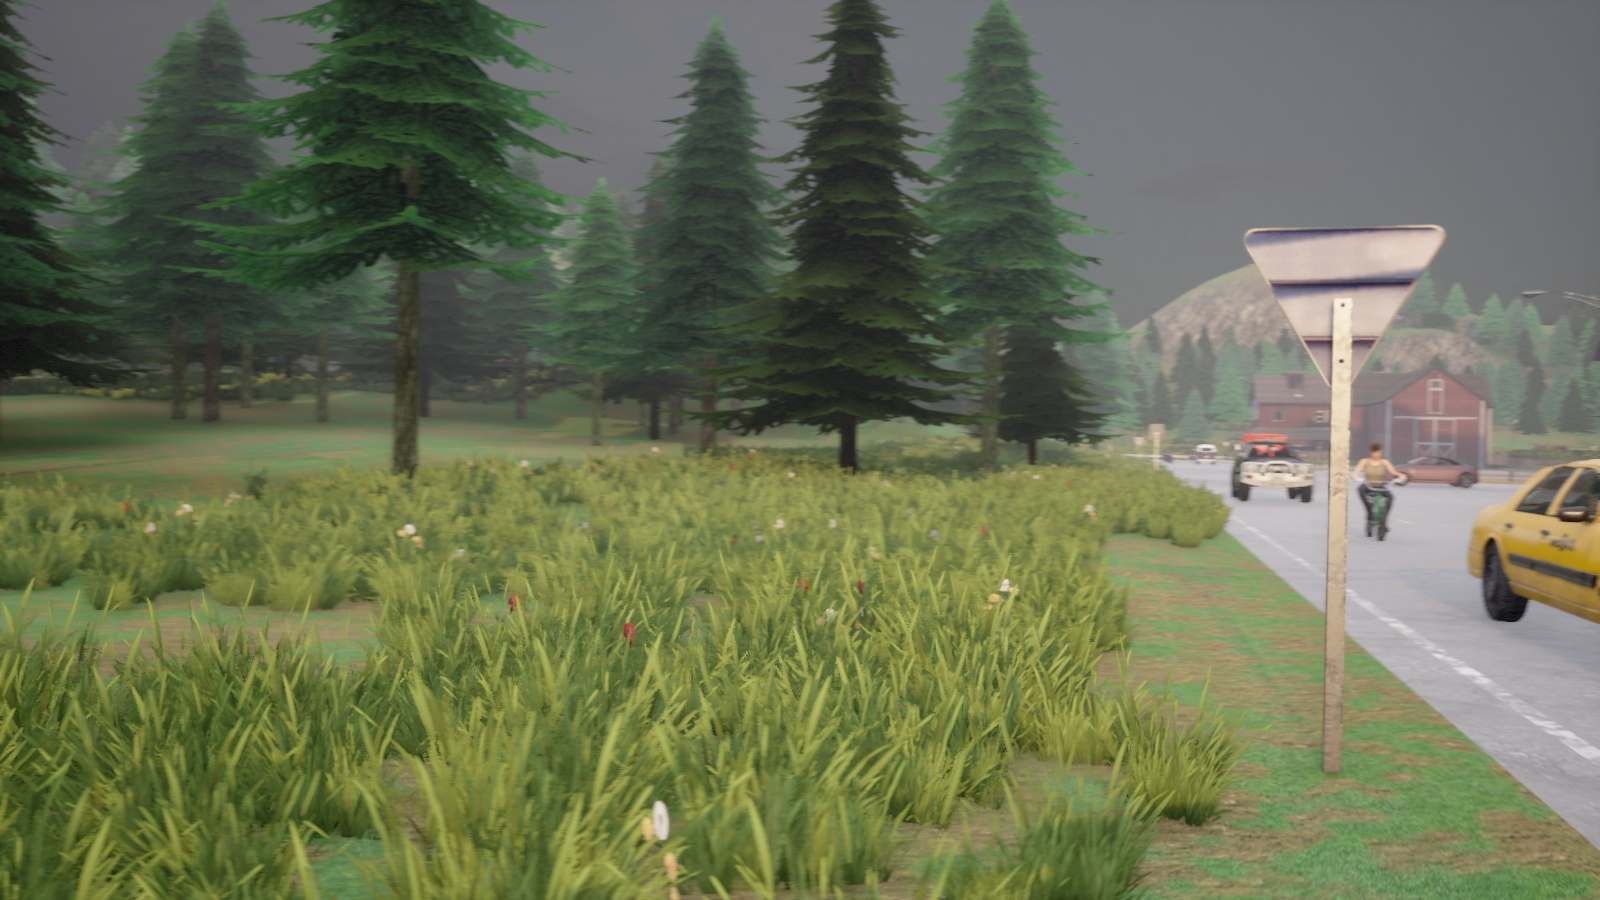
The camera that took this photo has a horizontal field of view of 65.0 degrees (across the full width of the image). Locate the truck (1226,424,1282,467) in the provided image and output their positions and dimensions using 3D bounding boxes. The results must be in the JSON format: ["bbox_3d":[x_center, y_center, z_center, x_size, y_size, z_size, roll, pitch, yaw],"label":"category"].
[{"bbox_3d":[26.870,-0.274,74.497,2.627,2.467,5.204,0,0,14],"label":"truck"}]

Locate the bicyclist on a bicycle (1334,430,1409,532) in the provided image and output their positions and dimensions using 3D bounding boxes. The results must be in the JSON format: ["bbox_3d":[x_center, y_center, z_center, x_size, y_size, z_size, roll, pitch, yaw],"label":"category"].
[{"bbox_3d":[9.425,0.482,20.751,0.866,1.612,1.509,0,0,14],"label":"bicyclist on a bicycle"}]

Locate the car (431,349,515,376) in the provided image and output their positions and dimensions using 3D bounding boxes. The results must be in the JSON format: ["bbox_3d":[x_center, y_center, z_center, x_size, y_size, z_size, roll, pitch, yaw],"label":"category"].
[{"bbox_3d":[-22.983,-6.149,88.353,5.366,1.575,1.801,-7,4,-40],"label":"car"}]

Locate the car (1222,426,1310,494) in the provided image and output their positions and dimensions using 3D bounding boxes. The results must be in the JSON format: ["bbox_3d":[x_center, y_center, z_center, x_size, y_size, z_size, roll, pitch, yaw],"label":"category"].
[{"bbox_3d":[13.536,0.265,36.709,1.932,1.855,4.605,0,0,14],"label":"car"}]

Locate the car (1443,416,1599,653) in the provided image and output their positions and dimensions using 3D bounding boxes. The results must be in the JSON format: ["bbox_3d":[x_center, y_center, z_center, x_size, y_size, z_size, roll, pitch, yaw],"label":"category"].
[{"bbox_3d":[6.555,0.555,9.575,1.801,1.575,5.366,0,0,14],"label":"car"}]
